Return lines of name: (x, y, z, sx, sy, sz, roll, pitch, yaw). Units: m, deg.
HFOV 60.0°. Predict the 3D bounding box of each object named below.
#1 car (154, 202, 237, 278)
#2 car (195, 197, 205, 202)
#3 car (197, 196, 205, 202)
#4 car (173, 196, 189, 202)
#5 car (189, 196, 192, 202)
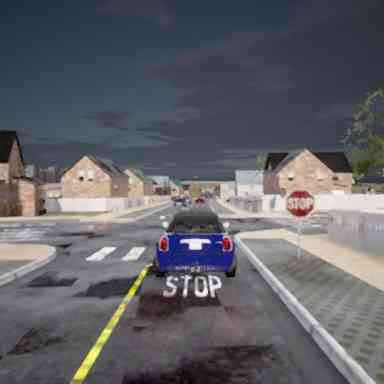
car: (0.119, 1.343, 10.284, 2.097, 1.767, 4.553, 0, 0, 1)
car: (1.624, 1.719, 67.873, 1.812, 1.442, 4.674, 0, 0, 3)
car: (2.116, 1.712, 77.899, 1.895, 1.301, 4.718, 0, 0, 3)
car: (-1.874, 1.610, 51.128, 1.812, 1.442, 4.674, 0, 0, 2)
car: (-1.211, 1.531, 66.458, 2.097, 1.767, 4.553, 0, 0, 3)
